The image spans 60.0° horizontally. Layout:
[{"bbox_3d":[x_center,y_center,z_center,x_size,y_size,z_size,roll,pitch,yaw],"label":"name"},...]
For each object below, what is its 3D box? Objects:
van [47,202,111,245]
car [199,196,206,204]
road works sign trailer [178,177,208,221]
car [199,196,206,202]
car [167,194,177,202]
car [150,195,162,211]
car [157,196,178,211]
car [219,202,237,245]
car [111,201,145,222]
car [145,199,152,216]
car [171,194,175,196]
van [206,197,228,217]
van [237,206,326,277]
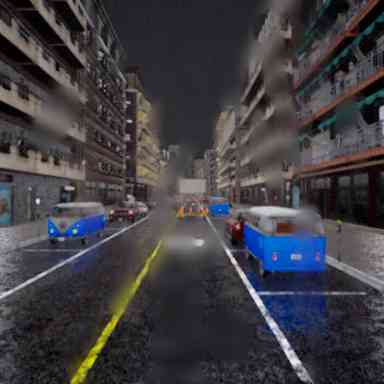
[{"bbox_3d":[-5.299,1.390,15.604,1.690,1.788,3.998,1,0,0],"label":"van"},{"bbox_3d":[2.597,1.651,71.112,1.967,1.590,4.097,1,0,0],"label":"car"},{"bbox_3d":[0.017,0.551,28.074,2.380,3.560,2.880,0,0,0],"label":"road works sign trailer"},{"bbox_3d":[2.599,1.768,82.380,1.752,1.417,4.829,1,0,0],"label":"car"},{"bbox_3d":[-5.277,1.572,87.741,2.192,1.841,5.009,1,0,0],"label":"car"},{"bbox_3d":[-5.292,1.572,43.349,1.967,1.590,4.097,1,0,0],"label":"car"},{"bbox_3d":[-2.829,1.620,42.343,2.128,1.511,4.902,0,0,0],"label":"car"},{"bbox_3d":[2.580,1.489,15.621,1.967,1.590,4.097,1,0,0],"label":"car"},{"bbox_3d":[-5.297,1.523,26.702,1.967,1.590,4.097,1,0,0],"label":"car"},{"bbox_3d":[-5.296,1.624,32.081,1.752,1.417,4.829,1,0,0],"label":"car"},{"bbox_3d":[-5.283,1.752,76.473,1.752,1.417,4.829,1,0,0],"label":"car"},{"bbox_3d":[2.586,1.440,32.268,1.690,1.788,3.998,1,0,0],"label":"van"},{"bbox_3d":[2.580,1.373,10.072,1.690,1.788,3.998,1,0,0],"label":"van"}]
